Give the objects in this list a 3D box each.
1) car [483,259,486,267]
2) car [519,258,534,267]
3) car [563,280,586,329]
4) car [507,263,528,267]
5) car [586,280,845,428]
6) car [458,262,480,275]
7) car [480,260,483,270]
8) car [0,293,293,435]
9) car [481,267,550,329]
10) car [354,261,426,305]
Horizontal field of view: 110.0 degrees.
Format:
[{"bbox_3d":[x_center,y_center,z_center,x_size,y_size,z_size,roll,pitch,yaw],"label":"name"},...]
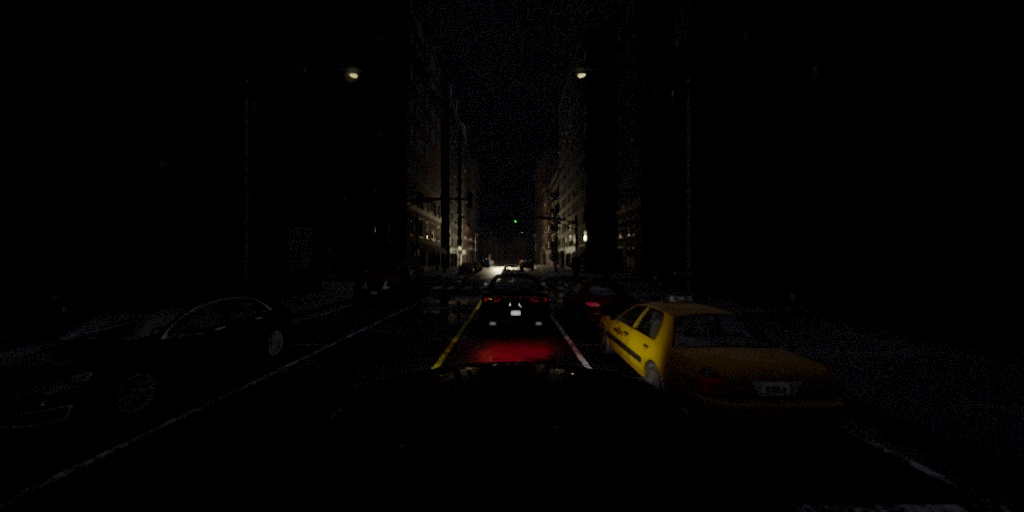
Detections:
[{"bbox_3d":[-5.414,1.533,53.736,1.751,1.417,4.829,0,0,0],"label":"car"},{"bbox_3d":[2.608,1.472,59.357,1.967,1.591,4.097,0,0,0],"label":"car"},{"bbox_3d":[2.633,1.379,11.117,1.802,1.307,4.207,0,0,0],"label":"car"},{"bbox_3d":[0.093,1.503,30.242,1.895,1.301,4.718,0,0,0],"label":"car"},{"bbox_3d":[2.635,1.295,5.875,1.751,1.417,4.829,0,0,0],"label":"car"},{"bbox_3d":[-5.409,1.506,42.998,2.007,1.370,4.403,0,0,0],"label":"car"},{"bbox_3d":[-5.412,1.527,48.452,1.888,1.381,4.507,0,0,0],"label":"car"},{"bbox_3d":[-5.390,1.321,5.710,2.007,1.370,4.403,0,0,0],"label":"car"},{"bbox_3d":[0.095,1.276,11.467,1.882,1.535,5.008,0,0,0],"label":"car"},{"bbox_3d":[-5.395,1.139,16.535,2.192,1.841,5.009,0,0,0],"label":"car"}]
